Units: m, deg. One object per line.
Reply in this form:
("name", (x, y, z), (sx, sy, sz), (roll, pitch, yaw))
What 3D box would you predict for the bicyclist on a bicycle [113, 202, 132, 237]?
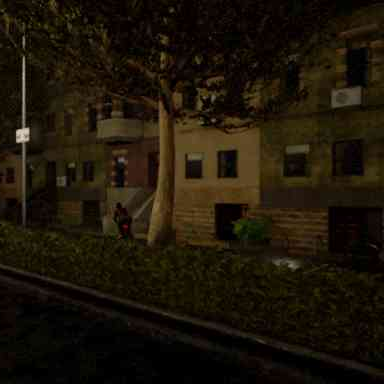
("bicyclist on a bicycle", (-2.322, 1.159, 11.217), (0.582, 1.620, 1.656), (-8, 1, -30))
